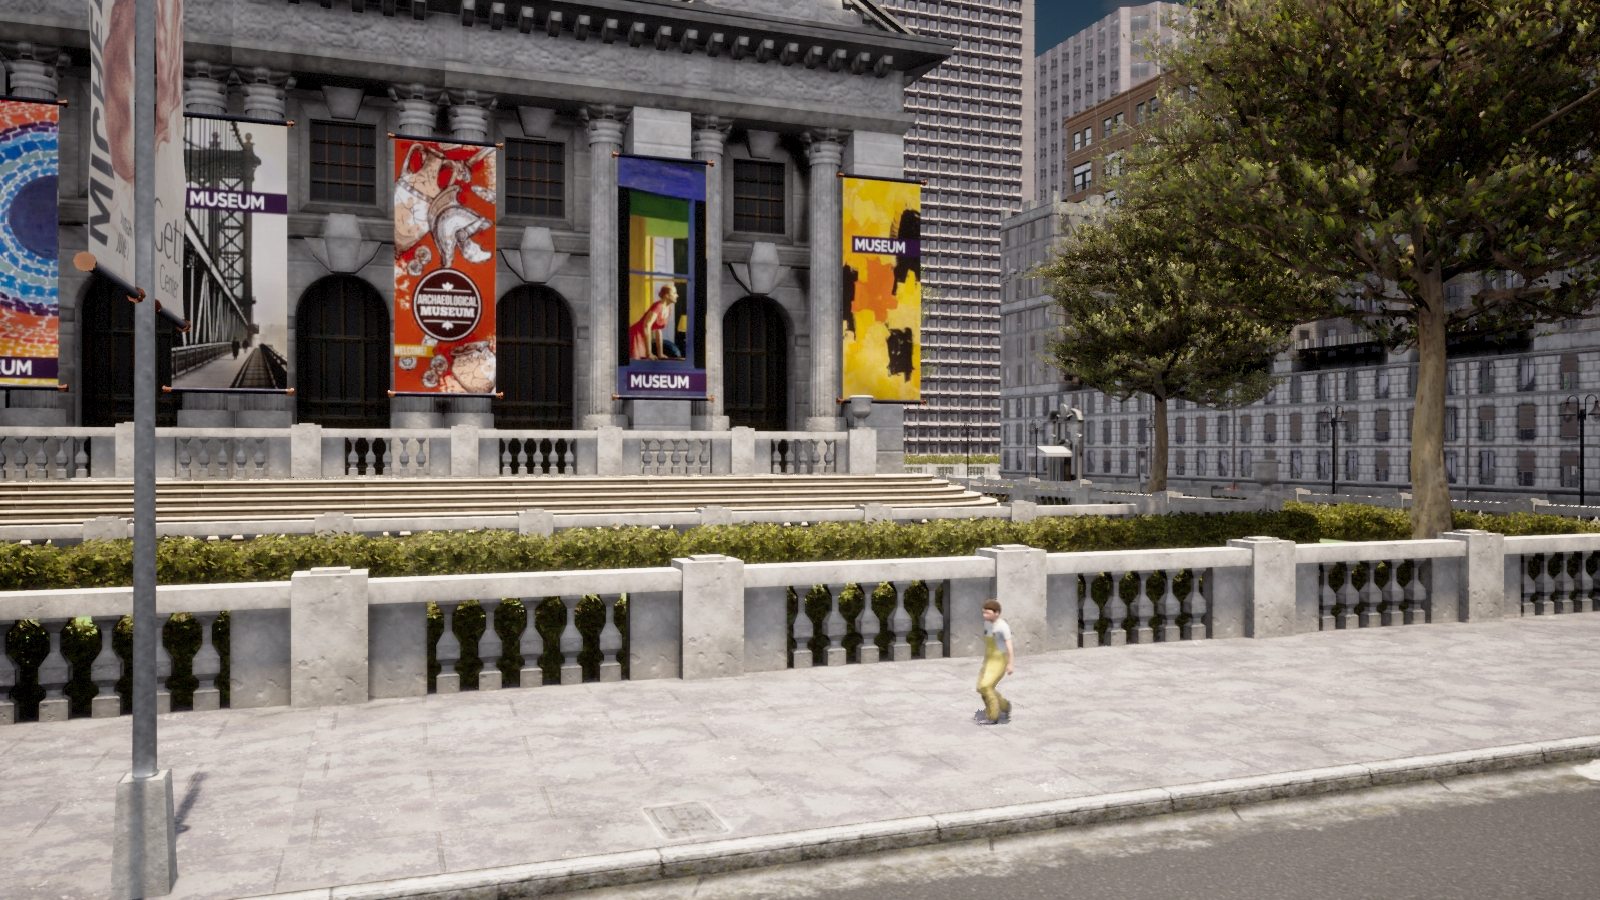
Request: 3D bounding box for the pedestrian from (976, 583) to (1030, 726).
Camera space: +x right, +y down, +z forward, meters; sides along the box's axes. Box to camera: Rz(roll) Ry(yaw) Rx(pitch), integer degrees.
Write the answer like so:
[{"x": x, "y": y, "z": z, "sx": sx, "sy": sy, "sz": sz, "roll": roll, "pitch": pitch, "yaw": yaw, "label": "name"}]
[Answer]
[{"x": 1.977, "y": 1.979, "z": 11.131, "sx": 0.375, "sy": 1.300, "sz": 0.375, "roll": 0, "pitch": 0, "yaw": -20, "label": "pedestrian"}]
